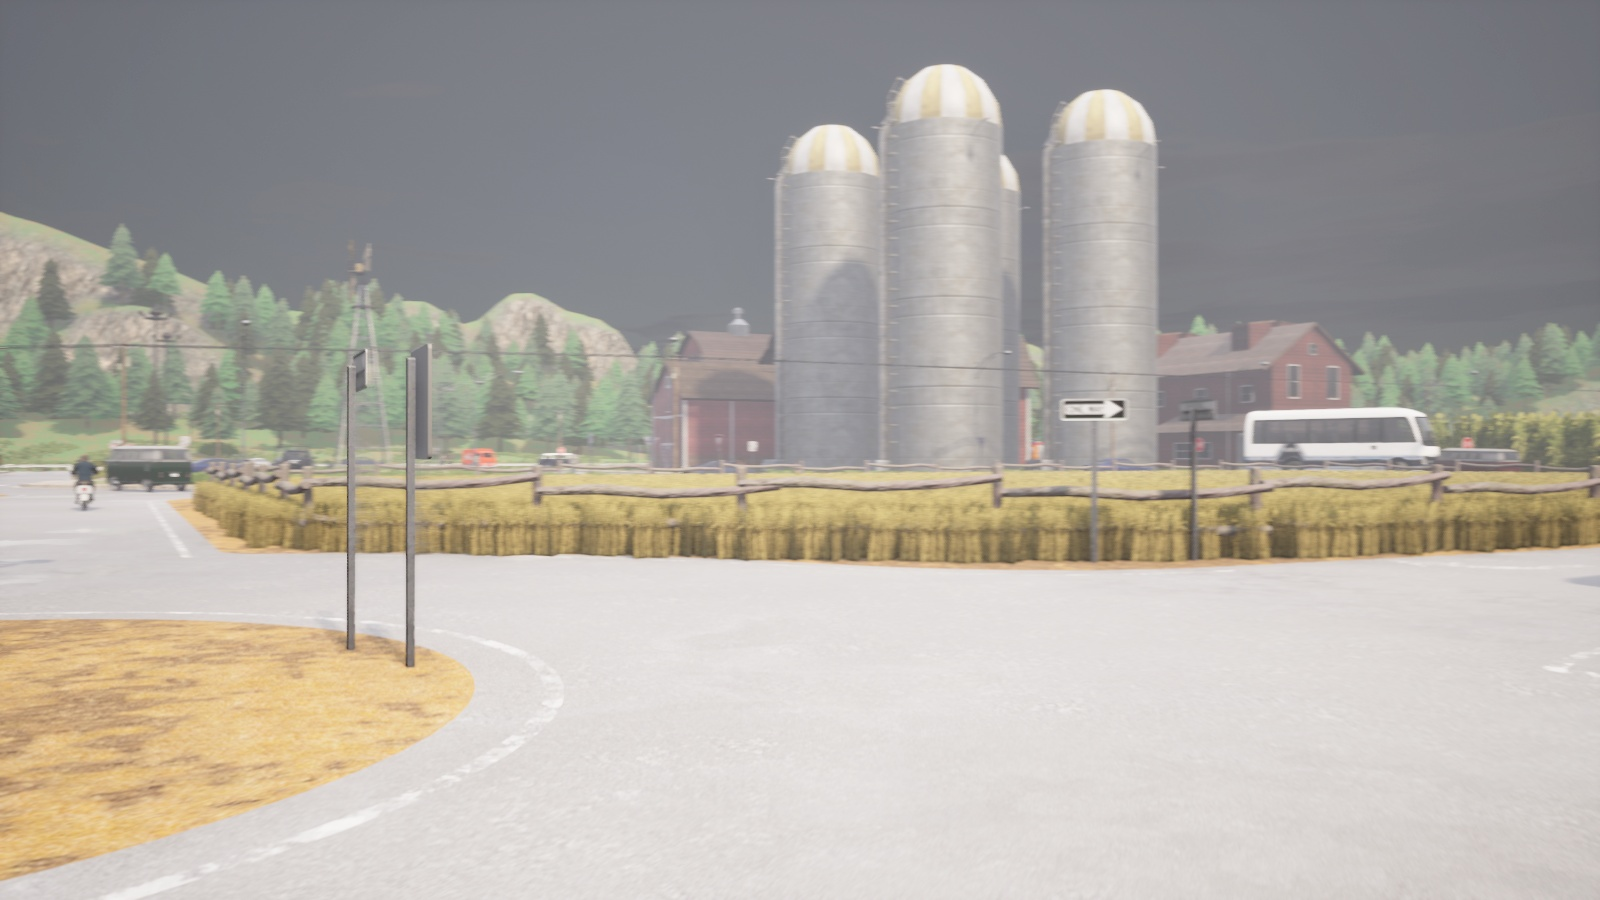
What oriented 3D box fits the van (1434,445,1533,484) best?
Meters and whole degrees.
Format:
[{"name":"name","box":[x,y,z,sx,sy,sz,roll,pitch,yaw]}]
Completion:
[{"name":"van","box":[36.505,0.735,67.223,1.775,1.987,4.442,0,1,-25]}]

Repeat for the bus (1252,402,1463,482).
[{"name":"bus","box":[31.622,-0.373,71.593,10.273,4.253,3.944,-1,0,40]}]

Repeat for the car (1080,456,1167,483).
[{"name":"car","box":[18.366,1.098,71.231,4.674,1.442,1.812,0,0,-25]}]

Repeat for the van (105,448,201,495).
[{"name":"van","box":[-28.163,0.924,54.625,4.442,1.987,1.775,0,-1,33]}]

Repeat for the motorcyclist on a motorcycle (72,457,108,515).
[{"name":"motorcyclist on a motorcycle","box":[-20.269,1.003,35.869,0.866,1.590,1.817,0,0,-28]}]

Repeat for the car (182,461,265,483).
[{"name":"car","box":[-38.532,1.439,84.032,1.812,1.442,4.674,-1,0,42]}]

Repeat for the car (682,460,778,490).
[{"name":"car","box":[-3.407,1.180,61.078,4.181,1.385,1.994,0,0,-25]}]
